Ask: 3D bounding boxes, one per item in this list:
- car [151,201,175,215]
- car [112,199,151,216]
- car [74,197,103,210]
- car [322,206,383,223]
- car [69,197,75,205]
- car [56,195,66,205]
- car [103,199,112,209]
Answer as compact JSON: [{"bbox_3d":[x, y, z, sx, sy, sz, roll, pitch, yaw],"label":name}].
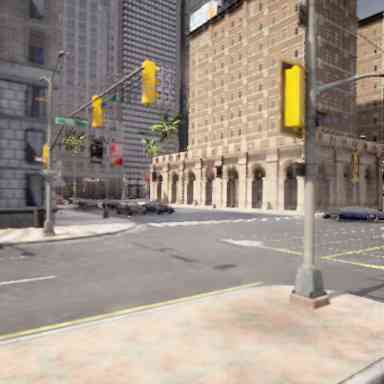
[{"bbox_3d":[-4.017,1.787,38.333,2.033,1.411,5.357,1,-1,-36],"label":"car"},{"bbox_3d":[-6.644,1.721,36.001,1.812,1.442,4.674,1,-1,-36],"label":"car"},{"bbox_3d":[-14.849,1.699,47.504,1.837,1.490,4.892,1,0,-35],"label":"car"},{"bbox_3d":[14.325,1.910,29.195,5.357,1.411,2.033,0,0,22],"label":"car"},{"bbox_3d":[-22.570,1.736,64.673,2.128,1.511,4.902,1,-1,-35],"label":"car"},{"bbox_3d":[-25.604,1.525,62.911,2.150,2.045,5.566,1,-1,-35],"label":"car"},{"bbox_3d":[-11.702,1.787,49.111,2.033,1.411,5.357,1,0,-35],"label":"car"}]
